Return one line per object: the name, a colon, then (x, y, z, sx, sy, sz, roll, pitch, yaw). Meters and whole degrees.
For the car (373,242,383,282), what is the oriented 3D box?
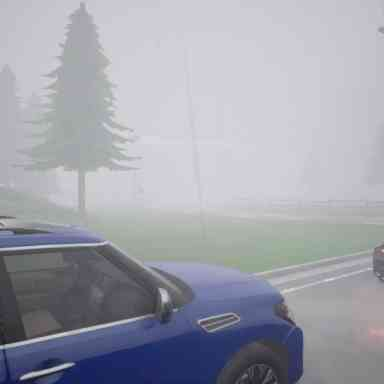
car: (6.434, 1.505, 8.362, 4.892, 1.490, 1.837, 0, 0, -35)

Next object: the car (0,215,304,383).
car: (-1.504, 1.222, 2.674, 5.566, 2.045, 2.150, 0, 0, -35)
